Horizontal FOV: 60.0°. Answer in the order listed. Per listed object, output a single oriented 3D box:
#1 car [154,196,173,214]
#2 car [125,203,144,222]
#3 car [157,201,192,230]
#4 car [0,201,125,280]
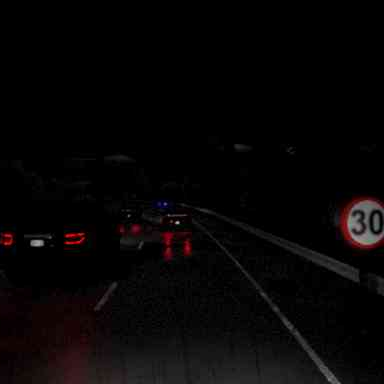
[{"bbox_3d":[-3.403,1.502,40.350,2.150,2.045,5.566,0,0,-9],"label":"car"},{"bbox_3d":[-5.263,1.695,28.676,2.128,1.511,4.902,0,0,-7],"label":"car"},{"bbox_3d":[-1.083,1.649,22.489,2.128,1.511,4.902,0,0,-5],"label":"car"},{"bbox_3d":[-3.713,1.298,10.398,2.150,2.045,5.566,0,0,-3],"label":"car"}]
